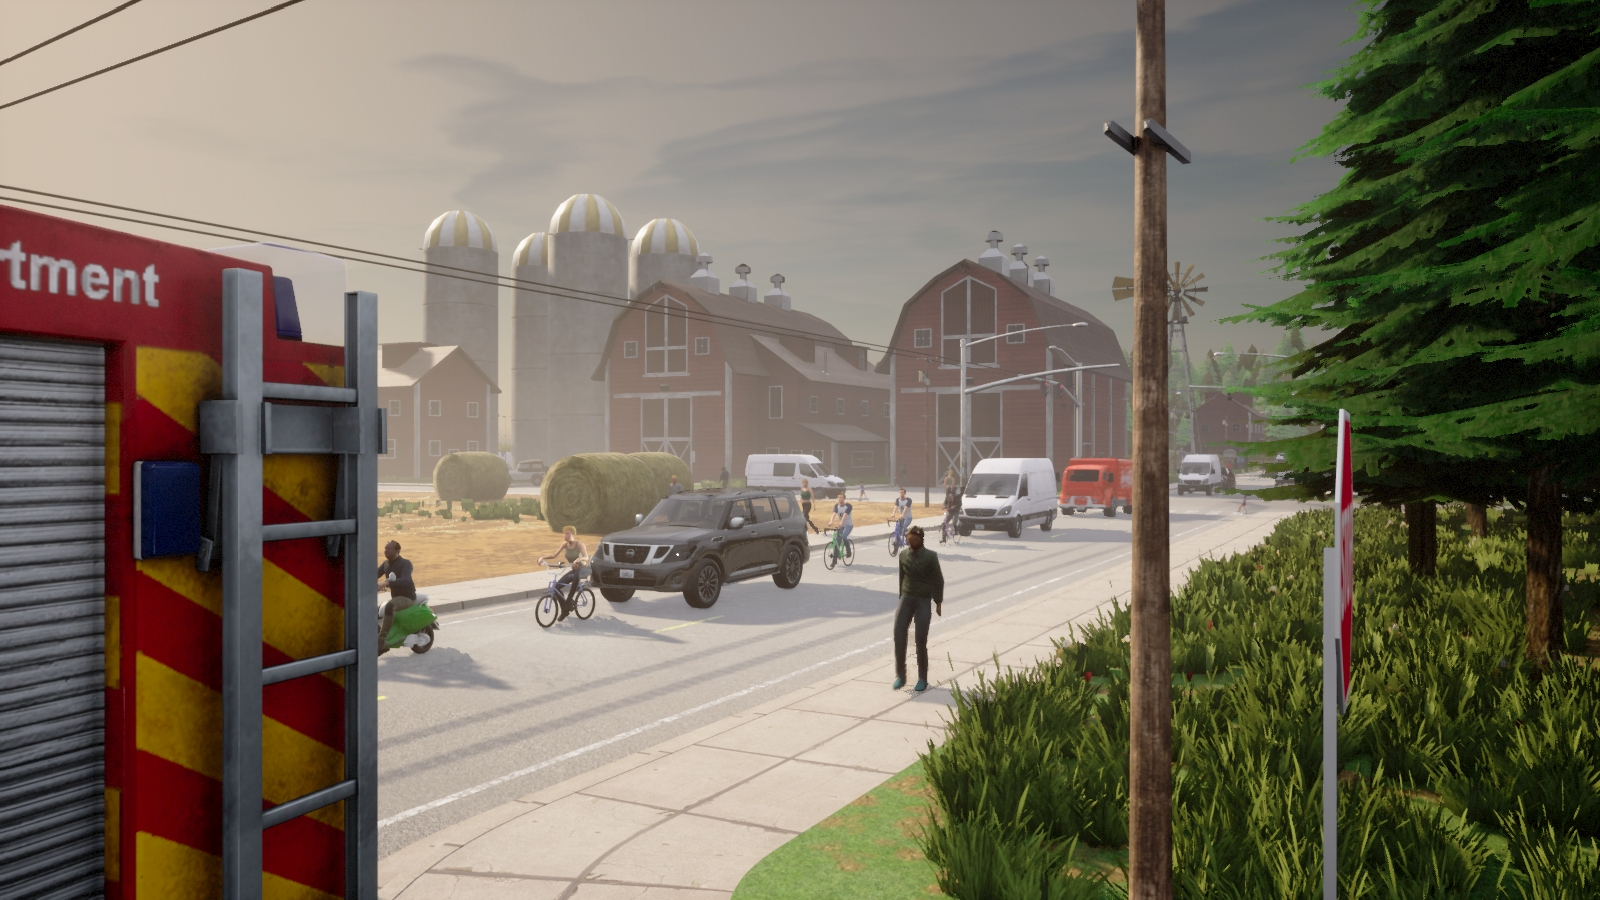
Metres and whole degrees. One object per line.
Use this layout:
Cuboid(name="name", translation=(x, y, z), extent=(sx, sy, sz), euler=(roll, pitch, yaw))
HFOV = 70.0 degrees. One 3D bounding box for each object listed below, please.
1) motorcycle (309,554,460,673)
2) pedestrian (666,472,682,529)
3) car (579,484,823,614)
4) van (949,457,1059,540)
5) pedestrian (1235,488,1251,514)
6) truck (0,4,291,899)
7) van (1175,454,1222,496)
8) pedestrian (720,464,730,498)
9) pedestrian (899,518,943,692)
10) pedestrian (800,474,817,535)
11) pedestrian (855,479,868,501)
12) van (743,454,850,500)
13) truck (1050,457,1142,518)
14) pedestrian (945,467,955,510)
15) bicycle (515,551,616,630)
Cuboid(name="motorcycle", translation=(-5.546, 2.142, 15.355), extent=(0.856, 1.316, 1.805), euler=(0, 0, 28))
Cuboid(name="pedestrian", translation=(-4.174, 1.677, 37.916), extent=(0.375, 1.860, 0.375), euler=(0, 0, 22))
Cuboid(name="car", translation=(-1.731, 1.779, 22.468), extent=(2.150, 2.045, 5.566), euler=(0, 0, 27))
Cuboid(name="van", translation=(7.076, 1.534, 38.974), extent=(1.988, 2.561, 5.915), euler=(0, 0, 28))
Cuboid(name="pedestrian", translation=(19.466, 2.227, 50.202), extent=(0.500, 1.100, 0.500), euler=(0, 0, 44))
Cuboid(name="truck", translation=(-6.046, 0.867, 3.693), extent=(8.468, 3.827, 2.891), euler=(0, 0, 21))
Cuboid(name="van", translation=(25.711, 1.534, 73.539), extent=(1.988, 2.561, 5.915), euler=(0, 0, 28))
Cuboid(name="pedestrian", translation=(-4.070, 1.670, 62.187), extent=(0.375, 1.860, 0.375), euler=(0, 0, 37))
Cuboid(name="pedestrian", translation=(1.340, 1.696, 12.662), extent=(0.375, 1.860, 0.375), euler=(0, 0, 27))
Cuboid(name="pedestrian", translation=(0.257, 1.695, 35.524), extent=(0.375, 1.860, 0.375), euler=(0, 0, 42))
Cuboid(name="pedestrian", translation=(3.150, 2.049, 58.420), extent=(0.500, 1.100, 0.500), euler=(0, 0, 33))
Cuboid(name="van", translation=(-0.223, 1.504, 65.692), extent=(5.915, 2.561, 1.988), euler=(0, 0, 27))
Cuboid(name="truck", translation=(12.946, 1.580, 49.744), extent=(2.627, 2.467, 5.204), euler=(0, -1, 30))
Cuboid(name="pedestrian", translation=(6.517, 1.684, 49.646), extent=(0.375, 1.860, 0.375), euler=(0, 0, 21))
Cuboid(name="bicycle", translation=(-3.806, 2.256, 18.624), extent=(0.859, 1.080, 1.487), euler=(0, 0, 28))
